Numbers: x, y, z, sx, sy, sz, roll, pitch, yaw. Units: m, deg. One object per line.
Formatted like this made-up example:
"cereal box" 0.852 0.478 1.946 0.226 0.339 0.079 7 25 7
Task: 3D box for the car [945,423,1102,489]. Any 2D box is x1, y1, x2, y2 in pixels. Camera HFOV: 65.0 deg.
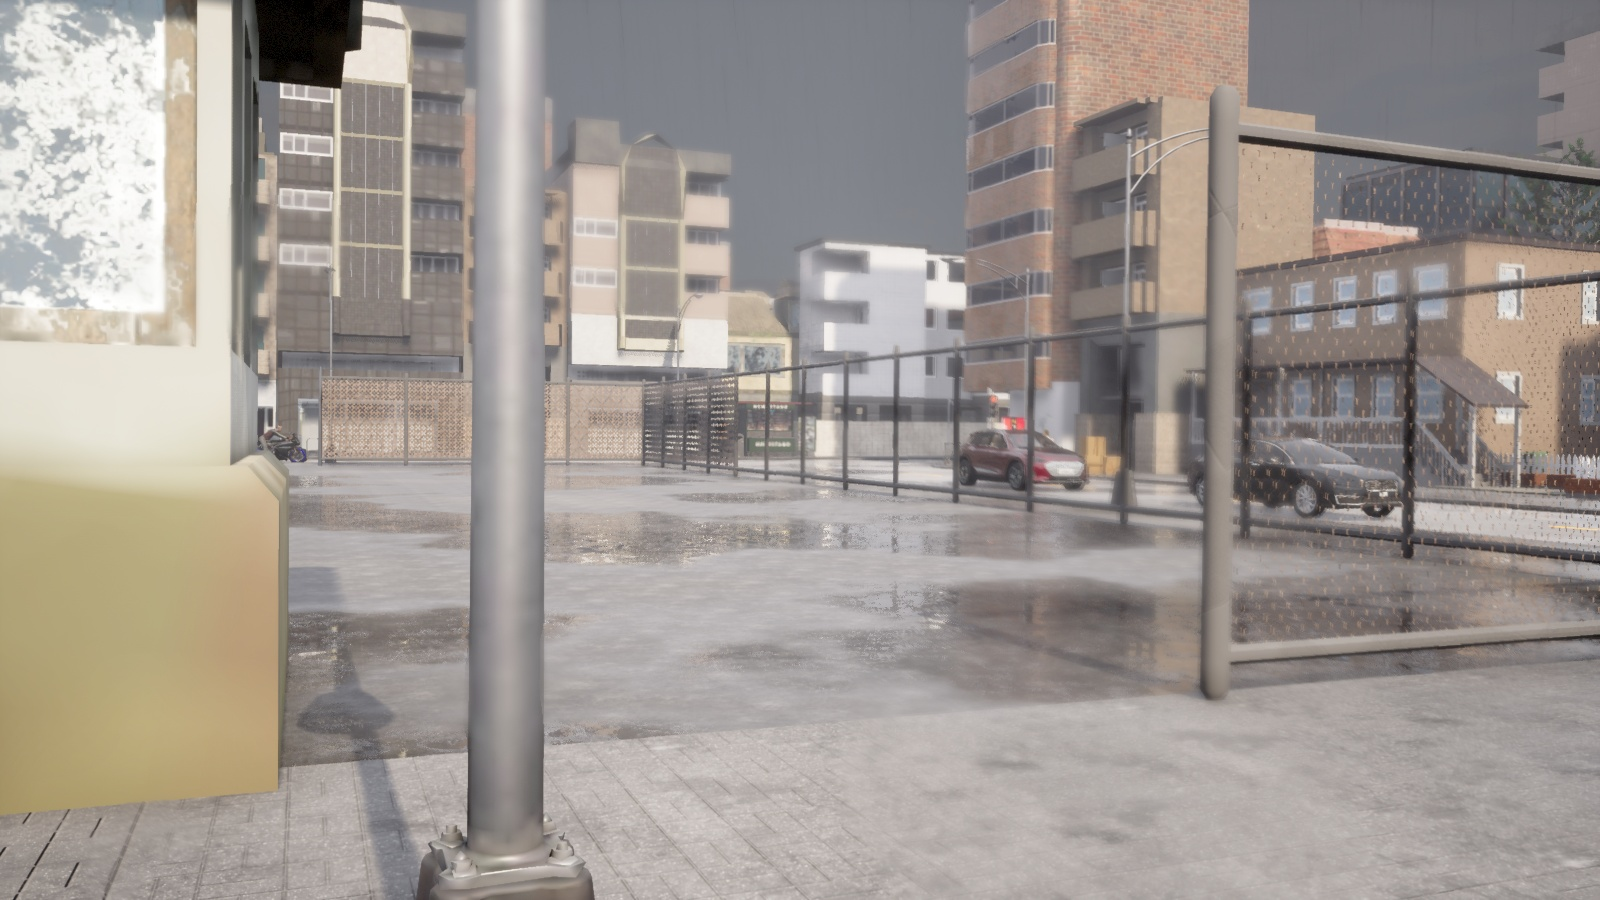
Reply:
"car" 5.986 0.105 34.336 2.033 1.649 4.856 -1 1 -20

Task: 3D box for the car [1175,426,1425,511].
"car" 9.728 0.292 24.917 1.837 1.490 4.892 -1 1 -20

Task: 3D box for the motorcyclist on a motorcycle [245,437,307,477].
"motorcyclist on a motorcycle" -20.440 0.256 49.029 2.191 1.530 0.866 -1 1 -21
